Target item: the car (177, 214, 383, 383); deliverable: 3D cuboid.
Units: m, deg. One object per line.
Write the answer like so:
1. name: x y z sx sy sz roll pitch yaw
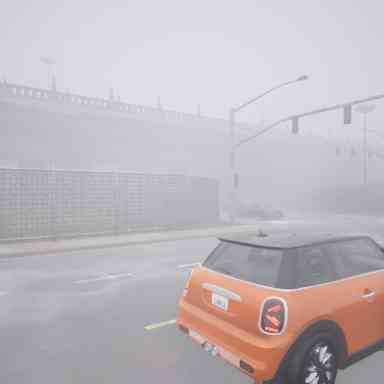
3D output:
1. car: 2.081 1.352 5.272 4.553 1.767 2.097 0 0 -35

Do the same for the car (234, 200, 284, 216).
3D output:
1. car: 5.702 1.620 28.088 1.994 1.385 4.181 0 0 -36

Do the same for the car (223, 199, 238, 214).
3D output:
1. car: 5.322 1.533 34.637 1.882 1.535 5.008 0 0 -36
